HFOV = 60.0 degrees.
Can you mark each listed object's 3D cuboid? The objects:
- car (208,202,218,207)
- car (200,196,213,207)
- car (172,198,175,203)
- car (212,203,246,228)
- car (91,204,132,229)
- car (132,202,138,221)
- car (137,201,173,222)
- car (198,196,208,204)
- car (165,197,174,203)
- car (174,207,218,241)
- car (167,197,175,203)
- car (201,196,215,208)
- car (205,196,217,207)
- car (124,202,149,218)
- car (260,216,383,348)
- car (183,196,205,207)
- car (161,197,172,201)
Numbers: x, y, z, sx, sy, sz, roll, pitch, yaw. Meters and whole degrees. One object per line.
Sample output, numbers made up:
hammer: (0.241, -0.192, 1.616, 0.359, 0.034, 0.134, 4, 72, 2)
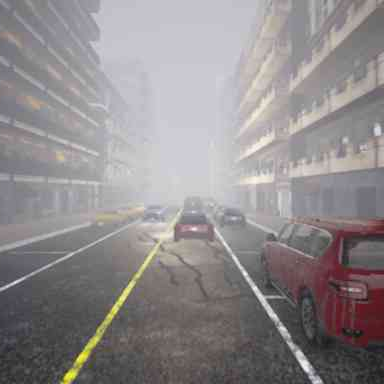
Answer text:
car: (2.683, 1.780, 29.009, 1.802, 1.307, 4.206, -1, 0, 0)
car: (2.683, 1.751, 62.993, 2.192, 1.841, 5.009, -1, 0, 0)
car: (-5.692, 2.084, 79.847, 1.752, 1.417, 4.829, -1, 0, 0)
car: (2.682, 1.725, 23.345, 1.947, 1.339, 4.313, -1, 0, 0)
car: (-5.698, 1.685, 23.209, 1.752, 1.417, 4.829, -1, 0, 0)
car: (-5.698, 1.723, 28.873, 1.752, 1.417, 4.829, -1, 0, 0)
car: (-3.083, 1.743, 28.584, 2.033, 1.411, 5.357, 0, 0, 0)
car: (2.685, 1.874, 79.984, 2.192, 1.841, 5.009, -1, 0, 0)
car: (-5.692, 2.041, 85.681, 1.967, 1.590, 4.097, -1, 0, 0)
car: (0.098, 1.683, 17.304, 1.994, 1.385, 4.181, 0, 0, 0)
car: (-5.690, 2.207, 91.344, 1.947, 1.339, 4.313, -1, 0, 0)
car: (2.682, 1.711, 57.329, 2.192, 1.841, 5.009, -1, 0, 0)
car: (2.683, 1.756, 46.001, 1.967, 1.590, 4.097, -1, 0, 0)
car: (-5.697, 1.762, 34.537, 1.752, 1.417, 4.829, -1, 0, 0)
car: (2.677, 1.359, 6.356, 2.192, 1.841, 5.009, -1, 0, 0)
car: (0.106, 1.494, 39.911, 2.150, 2.045, 5.566, 0, 0, 0)
car: (-5.693, 2.002, 68.520, 1.752, 1.417, 4.829, -1, 0, 0)
